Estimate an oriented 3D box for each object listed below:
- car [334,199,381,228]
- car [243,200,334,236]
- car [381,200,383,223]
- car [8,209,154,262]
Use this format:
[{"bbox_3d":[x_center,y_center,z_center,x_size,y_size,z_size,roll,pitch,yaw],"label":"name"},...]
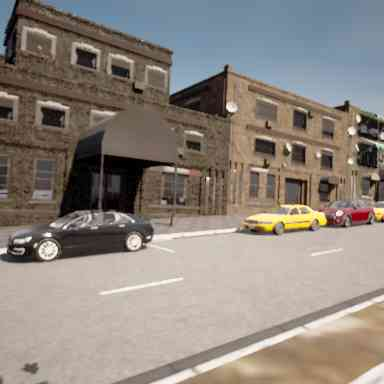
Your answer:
[{"bbox_3d":[9.785,1.256,21.400,4.553,1.767,2.185,0,0,-36],"label":"car"},{"bbox_3d":[5.123,1.378,18.047,5.366,1.575,1.946,0,0,-36],"label":"car"},{"bbox_3d":[14.099,1.380,24.496,5.366,1.575,1.946,0,0,-36],"label":"car"},{"bbox_3d":[-3.688,1.380,11.701,4.892,1.521,2.231,0,0,-36],"label":"car"}]
